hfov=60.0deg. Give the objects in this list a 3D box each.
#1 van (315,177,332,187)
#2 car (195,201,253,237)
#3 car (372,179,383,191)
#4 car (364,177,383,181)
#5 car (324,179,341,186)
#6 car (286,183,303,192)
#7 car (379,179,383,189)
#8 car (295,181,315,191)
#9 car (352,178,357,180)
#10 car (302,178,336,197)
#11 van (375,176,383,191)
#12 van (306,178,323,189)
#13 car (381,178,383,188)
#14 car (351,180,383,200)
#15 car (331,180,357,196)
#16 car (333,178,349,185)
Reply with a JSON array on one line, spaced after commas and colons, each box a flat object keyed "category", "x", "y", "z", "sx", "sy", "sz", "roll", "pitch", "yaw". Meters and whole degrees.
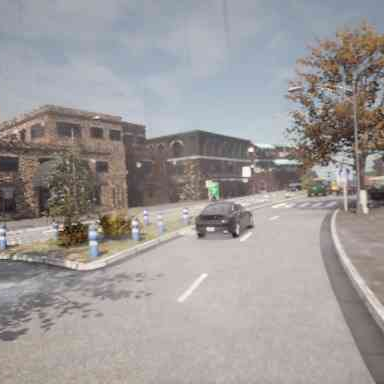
[{"category": "van", "x": 29.237, "y": -2.154, "z": 73.809, "sx": 1.878, "sy": 1.987, "sz": 4.442, "roll": -3, "pitch": 1, "yaw": 42}, {"category": "car", "x": 1.663, "y": 1.223, "z": 16.147, "sx": 1.837, "sy": 1.490, "sz": 4.892, "roll": -3, "pitch": 1, "yaw": 22}, {"category": "car", "x": 27.970, "y": -1.133, "z": 45.798, "sx": 5.366, "sy": 1.575, "sz": 1.946, "roll": -3, "pitch": 2, "yaw": 36}, {"category": "car", "x": 18.993, "y": -0.345, "z": 32.219, "sx": 4.553, "sy": 1.767, "sz": 2.185, "roll": -3, "pitch": 2, "yaw": 34}, {"category": "car", "x": 33.025, "y": -2.221, "z": 78.038, "sx": 2.002, "sy": 1.452, "sz": 4.674, "roll": -3, "pitch": 1, "yaw": 42}, {"category": "car", "x": 18.856, "y": -0.896, "z": 61.057, "sx": 2.097, "sy": 1.535, "sz": 5.008, "roll": -3, "pitch": 2, "yaw": 38}, {"category": "car", "x": 29.729, "y": -1.262, "z": 47.890, "sx": 4.674, "sy": 1.452, "sz": 2.002, "roll": -3, "pitch": 2, "yaw": 37}, {"category": "car", "x": 22.231, "y": -1.209, "z": 65.379, "sx": 2.163, "sy": 1.488, "sz": 4.792, "roll": -3, "pitch": 2, "yaw": 39}, {"category": "car", "x": 24.551, "y": -0.910, "z": 48.920, "sx": 2.033, "sy": 1.411, "sz": 5.357, "roll": -3, "pitch": 2, "yaw": 37}, {"category": "car", "x": 16.203, "y": -0.523, "z": 42.168, "sx": 2.150, "sy": 2.045, "sz": 5.566, "roll": -3, "pitch": 2, "yaw": 34}, {"category": "van", "x": 26.616, "y": -1.204, "z": 43.395, "sx": 4.442, "sy": 1.987, "sz": 1.878, "roll": -3, "pitch": 2, "yaw": 35}, {"category": "van", "x": 25.662, "y": -1.812, "z": 69.593, "sx": 1.878, "sy": 1.987, "sz": 4.442, "roll": -3, "pitch": 2, "yaw": 41}, {"category": "car", "x": 31.330, "y": -1.440, "z": 50.096, "sx": 4.792, "sy": 1.488, "sz": 2.163, "roll": -3, "pitch": 2, "yaw": 37}, {"category": "car", "x": 17.453, "y": -0.070, "z": 29.948, "sx": 4.892, "sy": 1.521, "sz": 2.231, "roll": -3, "pitch": 1, "yaw": 34}, {"category": "car", "x": 18.879, "y": -0.359, "z": 40.767, "sx": 1.812, "sy": 1.442, "sz": 4.674, "roll": -3, "pitch": 2, "yaw": 35}, {"category": "car", "x": 36.772, "y": -2.527, "z": 82.111, "sx": 2.002, "sy": 1.452, "sz": 4.674, "roll": -3, "pitch": 1, "yaw": 44}]
